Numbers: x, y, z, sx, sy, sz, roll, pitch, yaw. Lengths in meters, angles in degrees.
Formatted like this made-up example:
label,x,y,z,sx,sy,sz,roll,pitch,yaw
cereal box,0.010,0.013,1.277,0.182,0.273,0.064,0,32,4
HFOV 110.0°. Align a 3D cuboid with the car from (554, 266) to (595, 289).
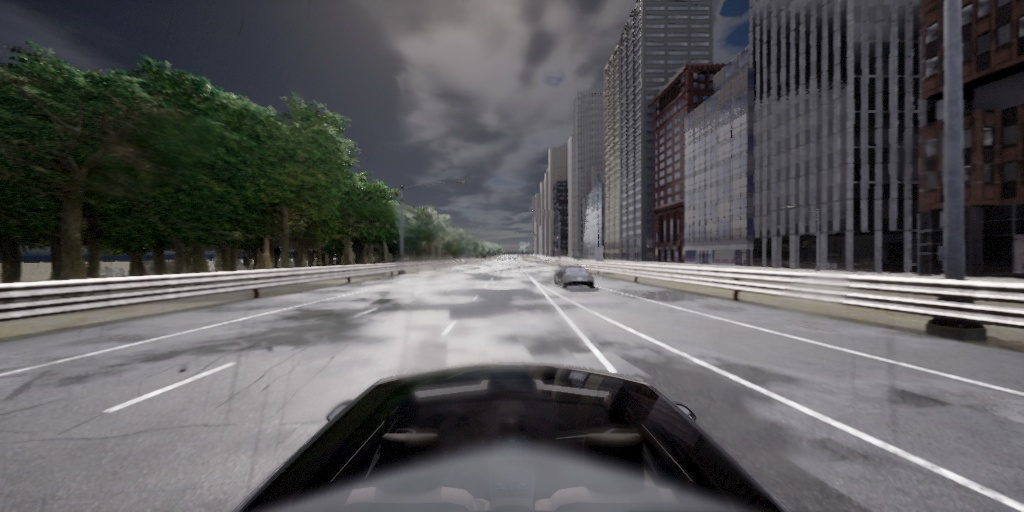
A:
label,x,y,z,sx,sy,sz,roll,pitch,yaw
car,3.955,1.315,23.394,1.994,1.385,4.181,0,0,-3
